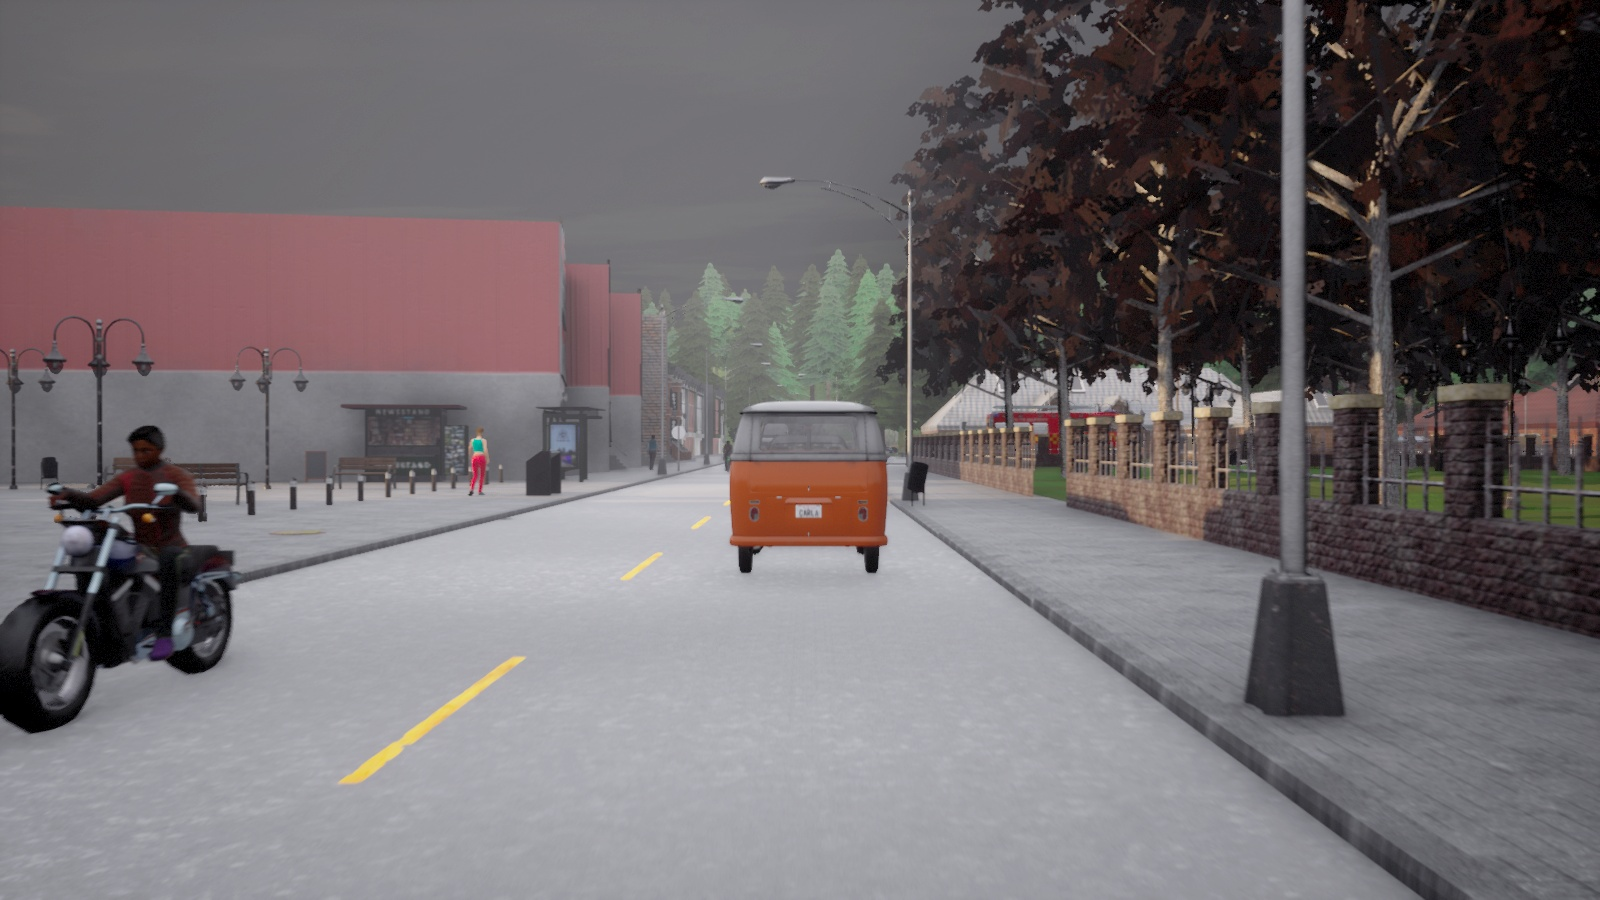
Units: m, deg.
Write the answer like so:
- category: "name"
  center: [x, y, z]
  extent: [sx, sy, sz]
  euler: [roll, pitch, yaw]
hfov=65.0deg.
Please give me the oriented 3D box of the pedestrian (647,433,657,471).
- category: "pedestrian"
  center: [-7.526, 0.085, 63.864]
  extent: [0.396, 1.930, 0.692]
  euler: [0, 0, 1]

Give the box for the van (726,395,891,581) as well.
- category: "van"
  center: [0.105, 0.408, 15.710]
  extent: [1.775, 1.987, 4.442]
  euler: [0, 0, 0]

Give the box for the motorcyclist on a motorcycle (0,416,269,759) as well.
- category: "motorcyclist on a motorcycle"
  center: [-3.944, 0.653, 7.222]
  extent: [0.766, 1.649, 2.350]
  euler: [0, 0, 0]

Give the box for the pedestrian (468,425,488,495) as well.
- category: "pedestrian"
  center: [-8.517, 0.262, 33.191]
  extent: [0.345, 1.836, 0.594]
  euler: [0, 0, 5]

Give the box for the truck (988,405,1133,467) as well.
- category: "truck"
  center: [16.278, -0.850, 78.876]
  extent: [8.468, 3.827, 2.891]
  euler: [0, 0, -1]
